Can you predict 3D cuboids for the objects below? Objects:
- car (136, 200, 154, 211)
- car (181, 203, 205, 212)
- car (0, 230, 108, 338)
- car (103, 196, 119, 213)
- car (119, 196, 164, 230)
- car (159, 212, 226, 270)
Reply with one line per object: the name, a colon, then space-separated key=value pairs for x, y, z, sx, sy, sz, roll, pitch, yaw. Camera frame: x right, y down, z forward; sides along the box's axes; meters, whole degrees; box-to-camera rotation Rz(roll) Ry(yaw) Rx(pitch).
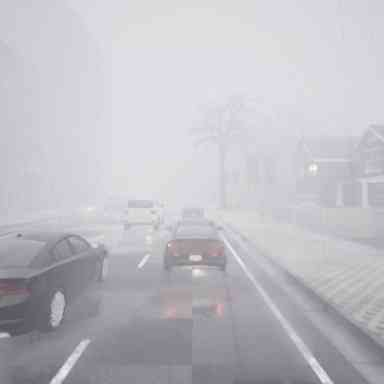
car: x=-6.529 y=1.879 z=46.916 sx=1.812 sy=1.442 sz=4.674 roll=0 pitch=-1 yaw=0
car: x=0.084 y=1.705 z=28.519 sx=1.882 sy=1.535 sz=5.008 roll=0 pitch=0 yaw=0
car: x=-3.153 y=1.535 z=6.912 sx=1.882 sy=1.535 sz=5.008 roll=0 pitch=-1 yaw=0
car: x=-9.815 y=1.551 z=43.083 sx=2.150 sy=2.045 sz=5.566 roll=0 pitch=-1 yaw=1
car: x=-3.162 y=1.407 z=22.643 sx=2.150 sy=2.045 sz=5.566 roll=0 pitch=0 yaw=0
car: x=0.095 y=1.618 z=11.225 sx=1.812 sy=1.442 sz=4.674 roll=0 pitch=0 yaw=0
